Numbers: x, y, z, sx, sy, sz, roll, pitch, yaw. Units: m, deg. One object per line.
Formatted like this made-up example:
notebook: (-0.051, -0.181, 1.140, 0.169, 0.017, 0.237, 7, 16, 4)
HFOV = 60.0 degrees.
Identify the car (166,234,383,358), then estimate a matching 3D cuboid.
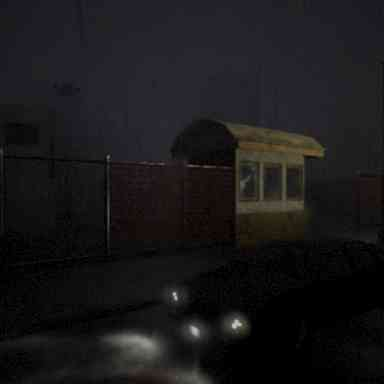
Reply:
car: (2.197, 1.551, 6.190, 5.357, 1.411, 2.033, 0, 0, -36)
